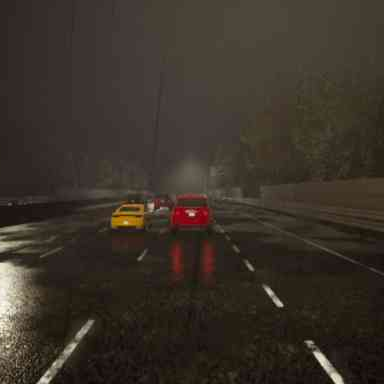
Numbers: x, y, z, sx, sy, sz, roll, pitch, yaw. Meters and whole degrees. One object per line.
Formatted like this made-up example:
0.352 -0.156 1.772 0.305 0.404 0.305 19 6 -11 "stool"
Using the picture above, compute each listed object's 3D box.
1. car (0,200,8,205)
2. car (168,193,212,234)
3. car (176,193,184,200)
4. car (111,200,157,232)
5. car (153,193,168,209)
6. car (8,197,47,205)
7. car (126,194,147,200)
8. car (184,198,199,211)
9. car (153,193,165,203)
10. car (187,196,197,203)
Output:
-21.085 1.549 35.410 2.033 1.411 5.357 0 0 0 "car"
-0.005 1.223 19.441 2.150 2.045 5.566 0 0 0 "car"
-3.522 1.235 95.465 2.150 2.045 5.566 0 0 0 "car"
-3.504 1.479 20.152 1.882 1.535 5.008 0 0 0 "car"
-3.514 1.225 42.233 2.150 2.045 5.566 0 0 0 "car"
-17.573 1.353 36.405 2.097 1.767 4.553 0 0 0 "car"
-7.013 1.225 42.113 2.150 2.045 5.566 0 0 0 "car"
-0.011 1.530 42.331 1.812 1.442 4.674 0 0 0 "car"
-7.017 1.232 71.333 2.150 2.045 5.566 0 0 0 "car"
-0.017 1.560 71.495 1.994 1.385 4.181 0 0 0 "car"
